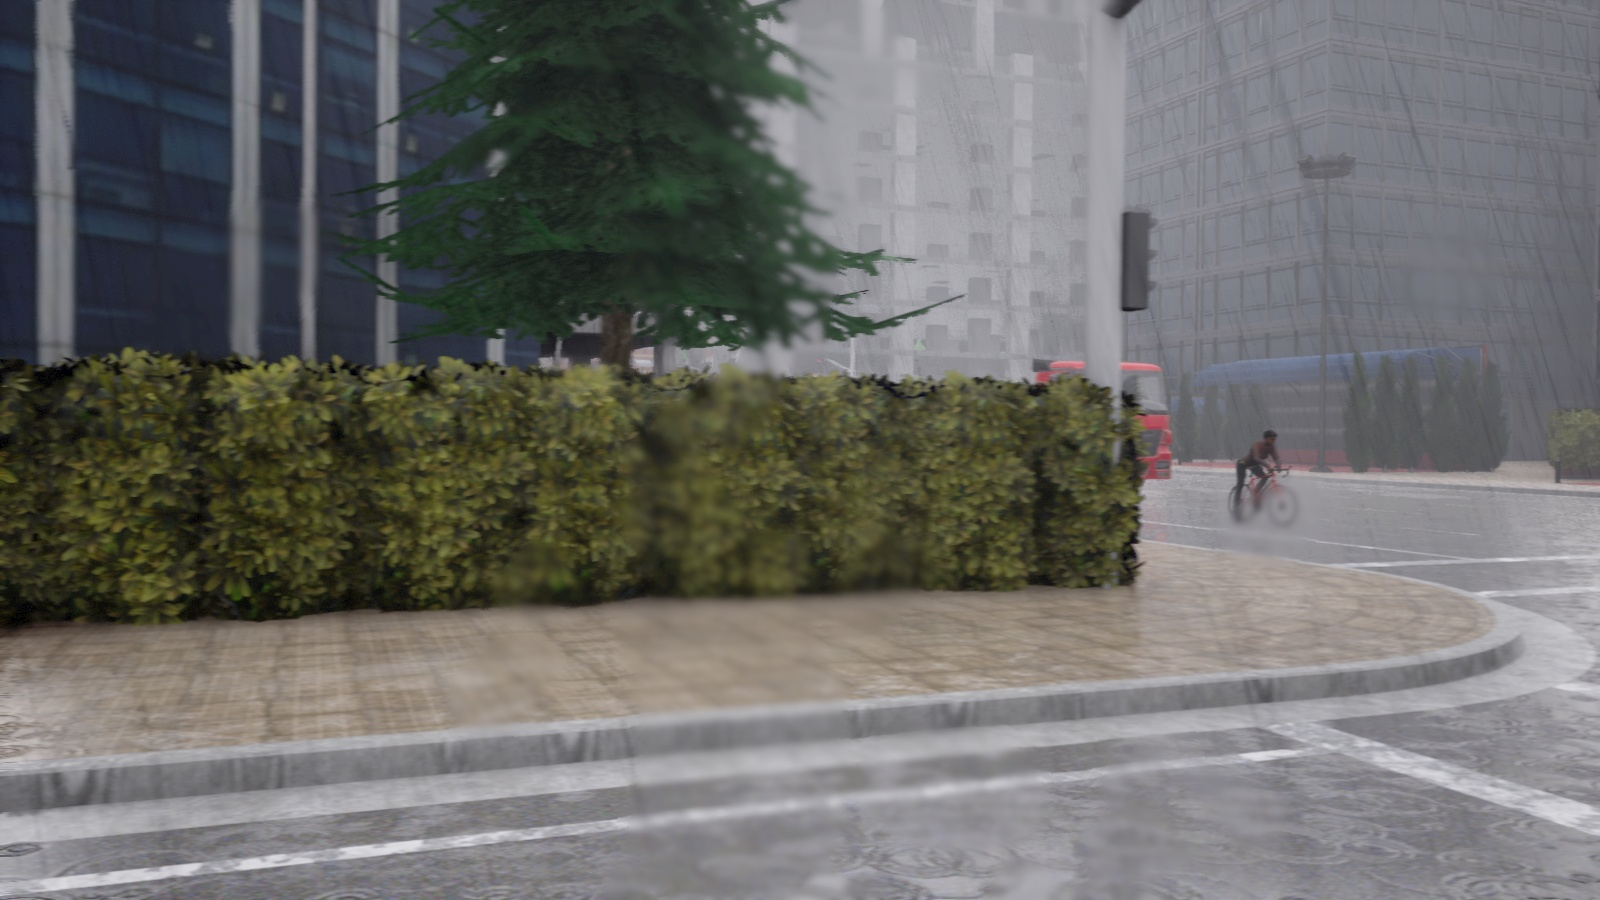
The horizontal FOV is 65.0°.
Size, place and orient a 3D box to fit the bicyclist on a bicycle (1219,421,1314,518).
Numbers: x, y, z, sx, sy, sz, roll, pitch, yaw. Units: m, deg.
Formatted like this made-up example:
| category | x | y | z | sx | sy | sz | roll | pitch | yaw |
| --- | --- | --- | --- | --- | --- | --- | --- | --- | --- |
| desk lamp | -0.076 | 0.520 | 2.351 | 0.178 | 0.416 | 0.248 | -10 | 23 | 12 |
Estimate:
| category | x | y | z | sx | sy | sz | roll | pitch | yaw |
| --- | --- | --- | --- | --- | --- | --- | --- | --- | --- |
| bicyclist on a bicycle | 8.053 | 0.308 | 21.731 | 0.582 | 1.620 | 1.656 | -1 | 1 | -22 |

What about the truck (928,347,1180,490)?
| category | x | y | z | sx | sy | sz | roll | pitch | yaw |
| --- | --- | --- | --- | --- | --- | --- | --- | --- | --- |
| truck | 6.676 | -0.822 | 34.554 | 2.891 | 3.462 | 7.936 | -1 | 1 | -22 |
